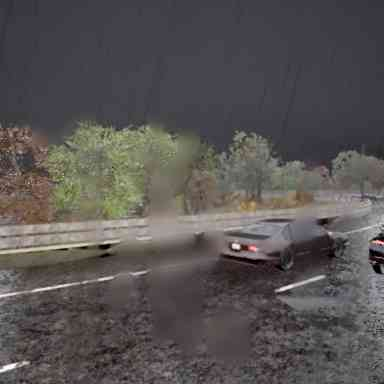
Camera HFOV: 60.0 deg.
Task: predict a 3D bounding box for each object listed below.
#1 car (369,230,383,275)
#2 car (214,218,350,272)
[{"bbox_3d":[6.738,1.495,9.471,4.902,1.511,2.128,1,-1,-42],"label":"car"},{"bbox_3d":[3.158,1.571,10.957,5.357,1.411,2.033,0,0,-40],"label":"car"}]
